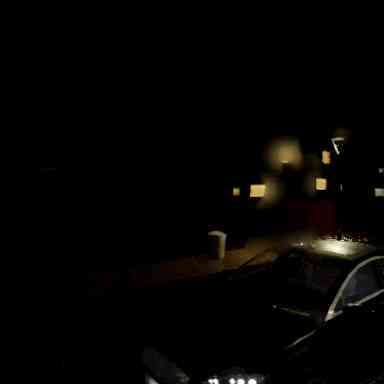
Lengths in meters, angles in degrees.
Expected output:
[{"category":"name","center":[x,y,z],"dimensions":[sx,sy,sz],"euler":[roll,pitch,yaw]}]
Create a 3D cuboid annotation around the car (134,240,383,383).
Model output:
[{"category":"car","center":[1.634,1.477,4.413],"dimensions":[4.902,1.511,2.128],"euler":[0,0,-37]}]
